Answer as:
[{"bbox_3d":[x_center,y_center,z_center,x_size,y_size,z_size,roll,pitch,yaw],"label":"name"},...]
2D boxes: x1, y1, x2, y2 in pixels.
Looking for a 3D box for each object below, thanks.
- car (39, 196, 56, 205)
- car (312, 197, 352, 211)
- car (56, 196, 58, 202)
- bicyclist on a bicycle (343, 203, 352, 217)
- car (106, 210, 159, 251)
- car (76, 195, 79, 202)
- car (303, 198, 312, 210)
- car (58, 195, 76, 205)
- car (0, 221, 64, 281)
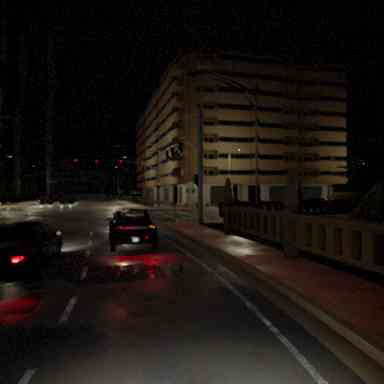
[{"bbox_3d":[-26.545,1.645,60.720,1.812,1.442,4.674,0,0,-15],"label":"car"},{"bbox_3d":[17.698,1.469,40.349,4.902,1.511,2.128,0,0,-16],"label":"car"},{"bbox_3d":[-30.882,1.678,76.176,2.033,1.411,5.357,0,0,-16],"label":"car"},{"bbox_3d":[13.081,1.299,27.602,0.582,1.620,1.656,0,0,-16],"label":"bicyclist on a bicycle"},{"bbox_3d":[-2.603,1.503,14.302,2.128,1.511,4.902,0,0,-14],"label":"car"},{"bbox_3d":[-27.522,1.478,77.157,2.097,1.767,4.553,0,0,-16],"label":"car"},{"bbox_3d":[15.587,1.465,43.383,5.008,1.535,1.882,0,0,-16],"label":"car"},{"bbox_3d":[-23.177,1.630,61.673,1.812,1.442,4.674,0,0,-15],"label":"car"},{"bbox_3d":[-5.059,1.570,9.751,2.033,1.411,5.357,0,0,-13],"label":"car"}]
